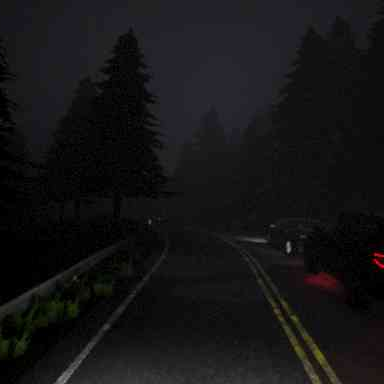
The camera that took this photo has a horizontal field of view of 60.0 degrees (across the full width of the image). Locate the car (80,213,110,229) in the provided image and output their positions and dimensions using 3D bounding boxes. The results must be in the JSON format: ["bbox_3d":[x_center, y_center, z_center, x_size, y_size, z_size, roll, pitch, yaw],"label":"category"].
[{"bbox_3d":[-13.474,4.077,46.049,2.097,1.767,4.553,7,-12,-41],"label":"car"}]

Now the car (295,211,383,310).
[{"bbox_3d":[4.559,1.516,8.549,2.150,2.045,5.566,2,-1,4],"label":"car"}]

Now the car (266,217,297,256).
[{"bbox_3d":[4.718,1.900,14.799,1.837,1.490,4.892,3,-1,-3],"label":"car"}]

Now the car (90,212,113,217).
[{"bbox_3d":[-9.643,3.040,37.794,2.033,1.411,5.357,7,-10,-41],"label":"car"}]

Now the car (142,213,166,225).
[{"bbox_3d":[-4.705,3.039,37.101,1.994,1.385,4.181,7,-9,-39],"label":"car"}]
